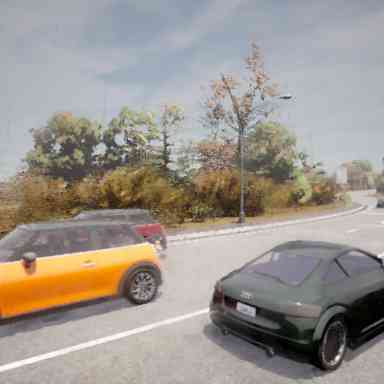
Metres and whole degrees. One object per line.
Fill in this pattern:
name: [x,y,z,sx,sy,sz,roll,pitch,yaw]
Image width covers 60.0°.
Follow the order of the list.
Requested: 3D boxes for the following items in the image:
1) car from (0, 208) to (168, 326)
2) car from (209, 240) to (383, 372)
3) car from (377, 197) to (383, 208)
car: [-2.868,1.368,6.426,4.553,1.767,2.097,0,0,-37]
car: [2.304,1.552,5.750,4.181,1.385,1.994,0,0,-38]
car: [24.929,1.391,42.720,1.994,1.385,4.181,0,0,30]
